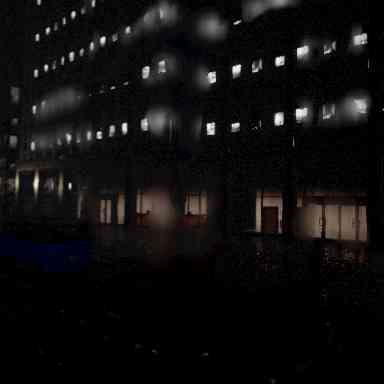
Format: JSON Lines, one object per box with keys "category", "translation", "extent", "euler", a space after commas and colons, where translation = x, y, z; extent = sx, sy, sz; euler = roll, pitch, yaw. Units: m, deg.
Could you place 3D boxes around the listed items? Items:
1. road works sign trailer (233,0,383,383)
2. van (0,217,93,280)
{"category": "road works sign trailer", "translation": [1.559, 0.610, 2.468], "extent": [2.880, 3.560, 2.380], "euler": [-1, -3, 39]}
{"category": "van", "translation": [-5.039, 1.761, 11.183], "extent": [3.998, 1.788, 1.690], "euler": [-1, -3, 39]}
